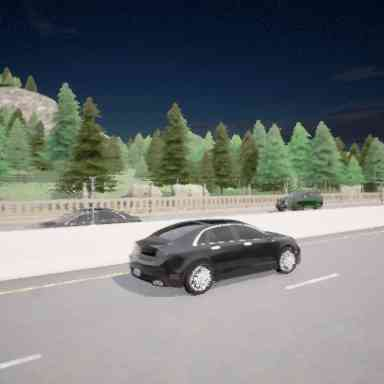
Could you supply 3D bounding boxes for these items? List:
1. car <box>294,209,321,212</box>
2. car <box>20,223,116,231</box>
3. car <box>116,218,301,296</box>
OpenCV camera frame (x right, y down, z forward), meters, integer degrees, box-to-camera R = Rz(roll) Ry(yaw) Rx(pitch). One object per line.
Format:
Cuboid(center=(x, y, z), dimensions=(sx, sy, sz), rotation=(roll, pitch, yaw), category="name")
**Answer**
Cuboid(center=(10.828, 0.936, 33.159), dimensions=(5.566, 2.045, 2.150), rotation=(-1, 0, -35), category="car")
Cuboid(center=(-4.407, 1.451, 13.734), dimensions=(4.892, 1.490, 1.837), rotation=(-1, 0, -35), category="car")
Cuboid(center=(0.780, 1.447, 8.598), dimensions=(4.892, 1.490, 1.837), rotation=(-1, 1, -35), category="car")
